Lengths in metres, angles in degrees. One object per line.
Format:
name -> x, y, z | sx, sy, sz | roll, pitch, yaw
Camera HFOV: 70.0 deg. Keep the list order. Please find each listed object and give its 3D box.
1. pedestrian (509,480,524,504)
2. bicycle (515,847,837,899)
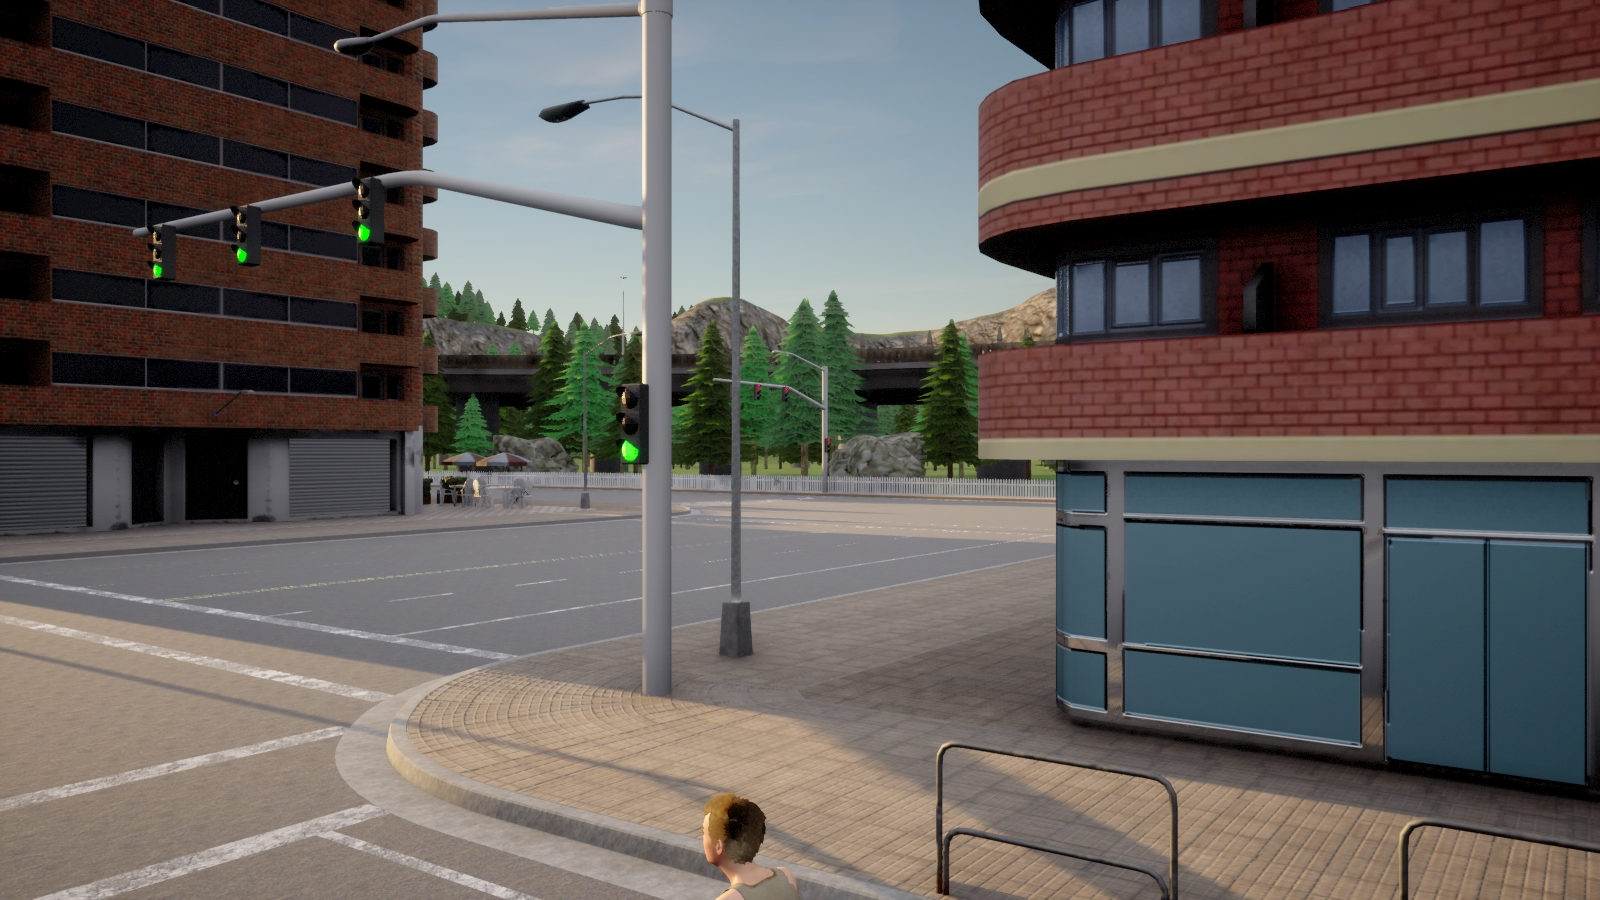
pedestrian -> -13.591, 2.019, 54.723 | 0.500, 1.100, 0.500 | 0, 0, 45
bicycle -> -0.301, 2.233, 4.022 | 1.487, 1.126, 0.859 | 0, 0, 35
